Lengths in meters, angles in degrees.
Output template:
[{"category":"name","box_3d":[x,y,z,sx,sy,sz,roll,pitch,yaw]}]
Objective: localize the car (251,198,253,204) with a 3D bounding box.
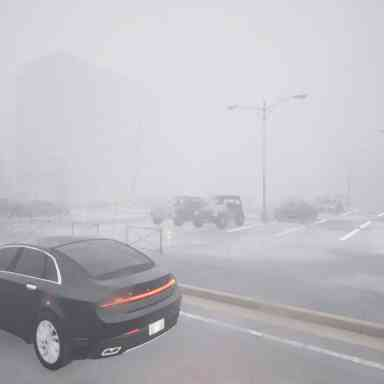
[{"category":"car","box_3d":[9.870,1.505,62.456,1.837,1.490,4.892,0,0,34]}]

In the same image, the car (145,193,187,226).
[{"category":"car","box_3d":[-0.632,1.153,21.882,1.932,1.855,4.605,0,0,34]}]

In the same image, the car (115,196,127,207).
[{"category":"car","box_3d":[-11.807,1.352,49.410,2.097,1.767,4.553,0,0,34]}]

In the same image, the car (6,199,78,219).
[{"category":"car","box_3d":[-12.816,1.491,28.739,2.128,1.511,4.902,0,0,34]}]

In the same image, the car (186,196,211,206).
[{"category":"car","box_3d":[1.154,1.478,55.778,1.882,1.535,5.008,0,0,34]}]

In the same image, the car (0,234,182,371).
[{"category":"car","box_3d":[-2.429,1.505,5.733,4.892,1.490,1.837,0,0,36]}]

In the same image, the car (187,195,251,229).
[{"category":"car","box_3d":[1.732,1.156,20.212,1.905,1.878,3.866,0,0,34]}]

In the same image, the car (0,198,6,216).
[{"category":"car","box_3d":[-16.515,1.352,29.497,2.097,1.767,4.553,0,0,34]}]

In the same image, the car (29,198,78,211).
[{"category":"car","box_3d":[-17.144,1.547,41.492,2.033,1.411,5.357,0,0,34]}]

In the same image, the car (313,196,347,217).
[{"category":"car","box_3d":[13.779,1.395,33.146,1.970,1.475,3.806,0,0,34]}]

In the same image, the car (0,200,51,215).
[{"category":"car","box_3d":[-17.472,1.601,34.738,1.895,1.301,4.718,0,0,34]}]

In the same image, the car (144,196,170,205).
[{"category":"car","box_3d":[-6.028,1.526,57.920,1.812,1.442,4.674,0,0,35]}]

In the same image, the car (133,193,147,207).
[{"category":"car","box_3d":[-6.584,1.221,50.860,2.150,2.045,5.566,0,0,34]}]

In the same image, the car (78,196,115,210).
[{"category":"car","box_3d":[-12.470,1.526,42.149,1.812,1.442,4.674,0,0,34]}]
